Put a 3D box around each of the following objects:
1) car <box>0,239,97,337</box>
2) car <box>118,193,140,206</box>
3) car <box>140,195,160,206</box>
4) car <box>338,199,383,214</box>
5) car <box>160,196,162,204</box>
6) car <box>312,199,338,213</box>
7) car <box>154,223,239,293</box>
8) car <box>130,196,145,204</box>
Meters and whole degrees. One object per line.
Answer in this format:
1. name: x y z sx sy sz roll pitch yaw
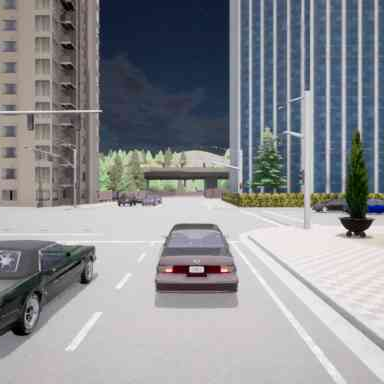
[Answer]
1. car: -3.422 1.601 6.626 1.895 1.301 4.718 0 0 1
2. car: -10.460 1.221 53.882 2.150 2.045 5.566 0 0 0
3. car: -6.953 1.352 54.847 2.097 1.767 4.553 0 0 0
4. car: 17.632 1.477 33.032 5.008 1.535 1.882 0 0 0
5. car: -6.892 1.352 63.736 2.097 1.767 4.553 0 0 1
6. car: 15.682 1.505 36.517 4.892 1.490 1.837 0 0 0
7. car: 0.097 1.547 8.962 2.033 1.411 5.357 0 0 0
8. car: -10.387 1.547 64.121 2.033 1.411 5.357 0 0 1
